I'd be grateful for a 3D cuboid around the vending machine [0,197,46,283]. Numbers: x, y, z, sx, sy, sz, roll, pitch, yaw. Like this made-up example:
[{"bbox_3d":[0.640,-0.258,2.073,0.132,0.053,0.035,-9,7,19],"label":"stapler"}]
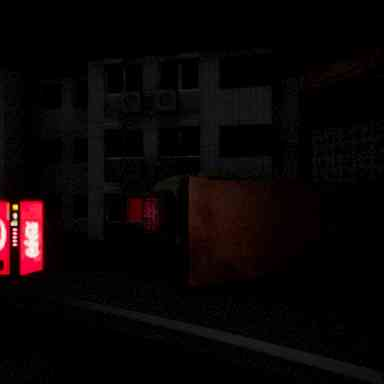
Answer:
[{"bbox_3d":[-4.672,1.195,8.870,0.880,2.100,1.100,0,0,22],"label":"vending machine"}]
